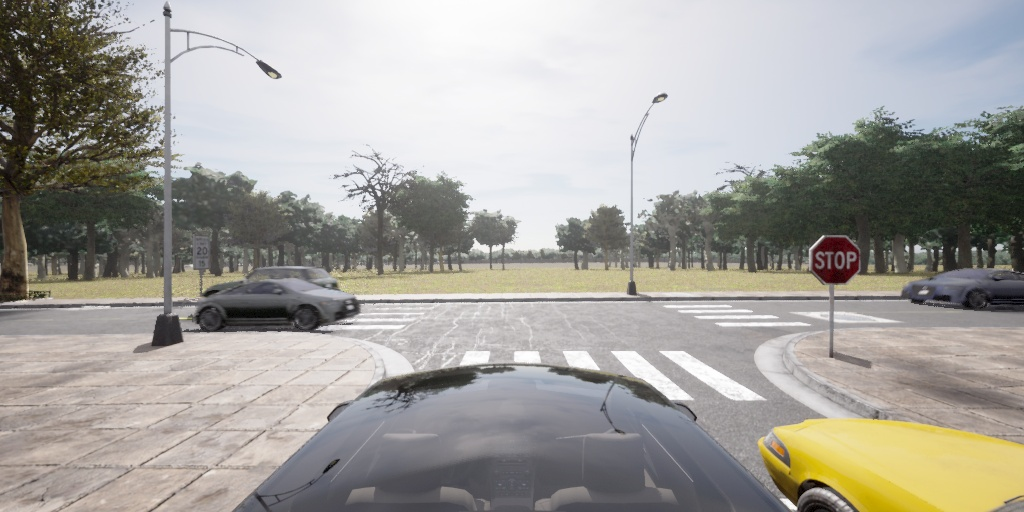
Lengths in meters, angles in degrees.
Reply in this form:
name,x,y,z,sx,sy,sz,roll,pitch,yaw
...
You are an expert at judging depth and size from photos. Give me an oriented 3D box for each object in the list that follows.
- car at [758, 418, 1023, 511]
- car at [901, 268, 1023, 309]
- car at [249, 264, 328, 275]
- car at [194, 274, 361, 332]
name,x,y,z,sx,sy,sz,roll,pitch,yaw
car,2.628,1.275,0.609,1.751,1.417,4.829,0,0,0
car,17.347,1.165,13.348,4.181,1.385,1.994,0,0,1
car,-9.082,1.192,13.672,4.553,1.767,2.097,-1,0,1
car,-6.817,1.373,10.696,4.181,1.385,1.994,-1,0,1
